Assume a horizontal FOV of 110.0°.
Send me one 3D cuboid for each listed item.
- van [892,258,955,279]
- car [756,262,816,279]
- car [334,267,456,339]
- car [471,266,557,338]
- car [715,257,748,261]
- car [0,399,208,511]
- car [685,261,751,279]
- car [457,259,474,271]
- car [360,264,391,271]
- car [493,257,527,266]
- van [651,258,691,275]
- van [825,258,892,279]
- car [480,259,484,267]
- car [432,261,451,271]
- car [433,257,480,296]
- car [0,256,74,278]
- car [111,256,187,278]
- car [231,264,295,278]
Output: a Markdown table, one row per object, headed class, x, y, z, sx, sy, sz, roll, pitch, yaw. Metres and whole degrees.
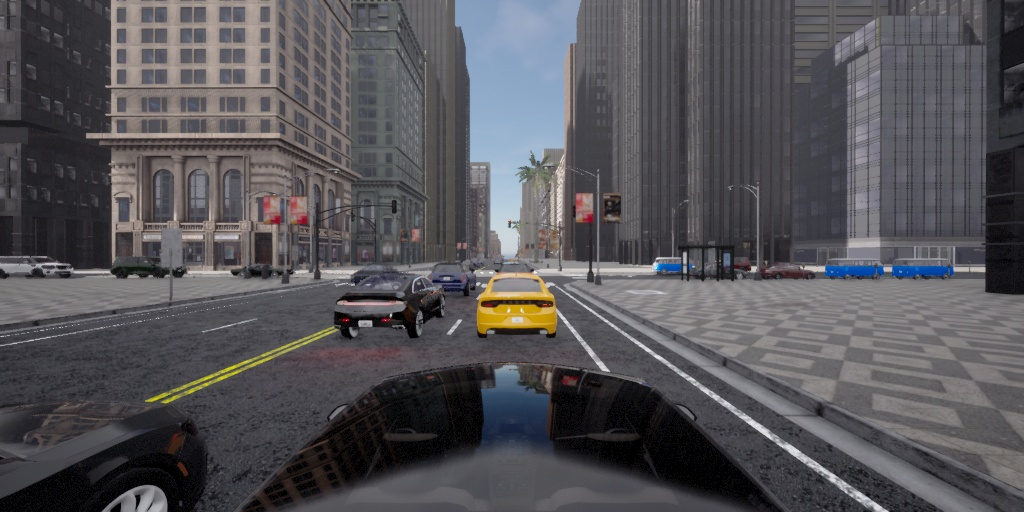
| class | x | y | z | sx | sy | sz | roll | pitch | yaw |
| --- | --- | --- | --- | --- | --- | --- | --- | --- | --- |
| van | 34.148 | 1.080 | 29.810 | 3.998 | 1.789 | 1.690 | 0 | 0 | 0 |
| car | 22.793 | 1.326 | 29.825 | 4.207 | 1.307 | 1.802 | 0 | 0 | 0 |
| car | -3.138 | 1.241 | 10.128 | 2.128 | 1.511 | 4.902 | 0 | 0 | 0 |
| car | 0.111 | 1.227 | 10.217 | 1.882 | 1.535 | 5.008 | 0 | 0 | 0 |
| car | 22.803 | 1.035 | 38.350 | 5.009 | 1.841 | 2.192 | 0 | 0 | 0 |
| car | -3.152 | 1.255 | 0.612 | 1.837 | 1.490 | 4.892 | 0 | 0 | 0 |
| car | 17.116 | 1.299 | 29.832 | 4.403 | 1.370 | 2.007 | 0 | 0 | 0 |
| car | -6.524 | 1.257 | 50.677 | 1.837 | 1.490 | 4.892 | 0 | 0 | -1 |
| car | -9.811 | 1.297 | 26.093 | 2.033 | 1.411 | 5.357 | 0 | 0 | 0 |
| car | 0.128 | 1.102 | 19.291 | 2.097 | 1.767 | 4.553 | 0 | 0 | 0 |
| van | 17.125 | 1.065 | 38.357 | 3.998 | 1.789 | 1.690 | 0 | 0 | 0 |
| van | 28.471 | 1.082 | 29.817 | 3.998 | 1.789 | 1.690 | 0 | 0 | 0 |
| car | -6.484 | 1.105 | 60.422 | 2.097 | 1.767 | 4.553 | 0 | 0 | 1 |
| car | -9.771 | 1.352 | 50.038 | 1.895 | 1.301 | 4.718 | 0 | 0 | -2 |
| car | -3.122 | 1.102 | 19.267 | 2.097 | 1.767 | 4.553 | 0 | 0 | 0 |
| car | -43.719 | 1.020 | 32.739 | 5.566 | 2.045 | 2.150 | 0 | 0 | 0 |
| car | -33.012 | 1.007 | 32.664 | 5.566 | 2.045 | 2.150 | 0 | 0 | 0 |
| car | -22.539 | 1.375 | 32.593 | 4.718 | 1.301 | 1.895 | 0 | 0 | 0 |
